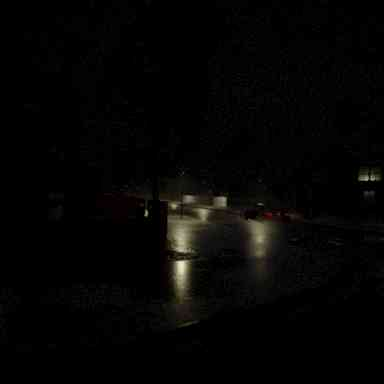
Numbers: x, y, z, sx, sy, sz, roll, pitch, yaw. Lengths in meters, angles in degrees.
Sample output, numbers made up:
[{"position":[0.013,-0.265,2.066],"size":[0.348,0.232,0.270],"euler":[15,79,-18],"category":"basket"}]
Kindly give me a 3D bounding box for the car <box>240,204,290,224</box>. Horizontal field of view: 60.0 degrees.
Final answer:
[{"position":[5.340,1.579,25.025],"size":[2.033,1.411,5.357],"euler":[1,0,-13],"category":"car"}]
